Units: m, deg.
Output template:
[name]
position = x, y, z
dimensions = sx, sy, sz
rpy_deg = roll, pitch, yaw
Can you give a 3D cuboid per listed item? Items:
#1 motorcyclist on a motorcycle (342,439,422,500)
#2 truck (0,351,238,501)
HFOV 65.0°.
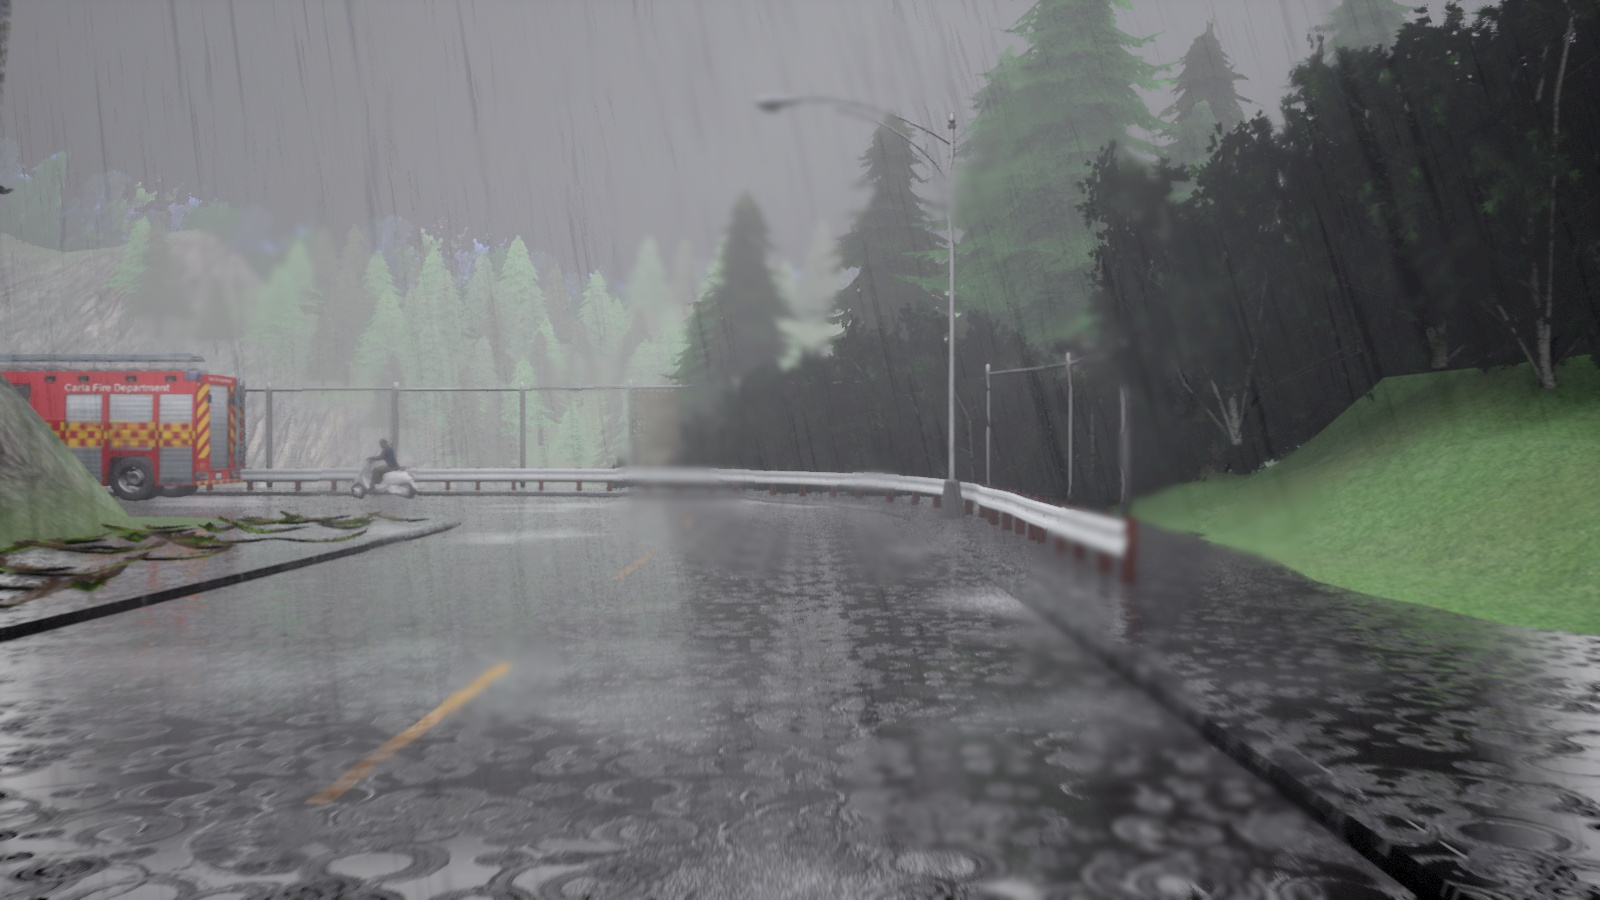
[motorcyclist on a motorcycle]
position = -11.055, 0.505, 33.247
dimensions = 1.817, 1.590, 0.866
rpy_deg = 0, 0, 6
[truck]
position = -19.875, -0.622, 33.505
dimensions = 8.468, 3.827, 2.891
rpy_deg = 0, 0, -1
